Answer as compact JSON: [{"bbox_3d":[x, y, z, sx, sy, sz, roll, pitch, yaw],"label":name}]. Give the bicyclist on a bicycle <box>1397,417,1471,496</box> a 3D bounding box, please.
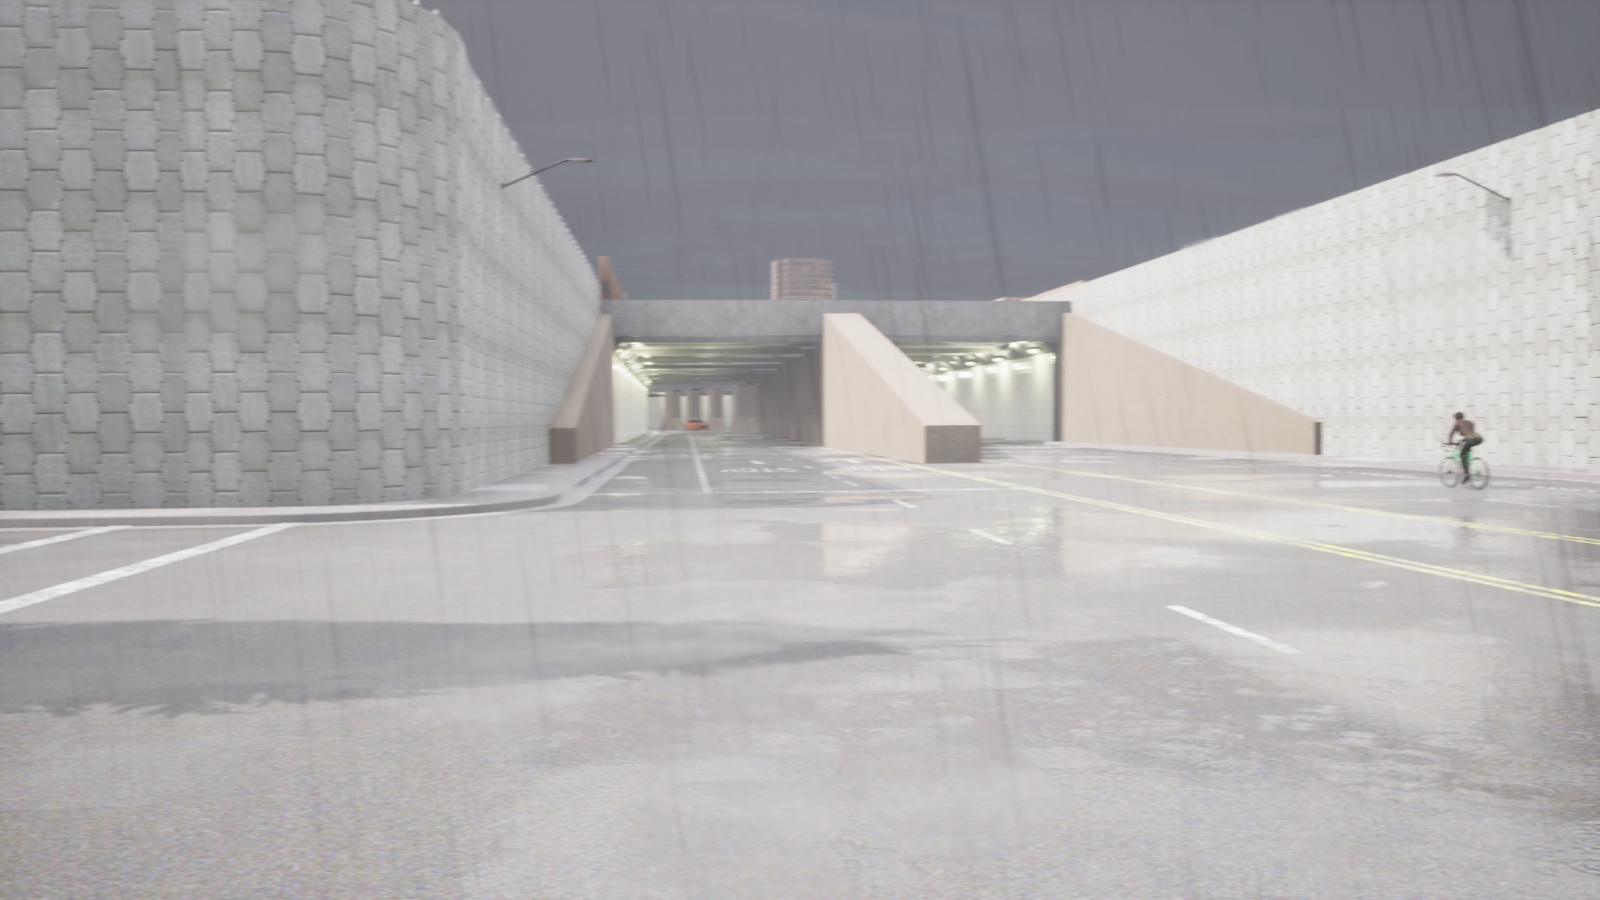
[{"bbox_3d":[13.404,0.118,26.609,0.582,1.620,1.656,0,1,-6],"label":"bicyclist on a bicycle"}]
